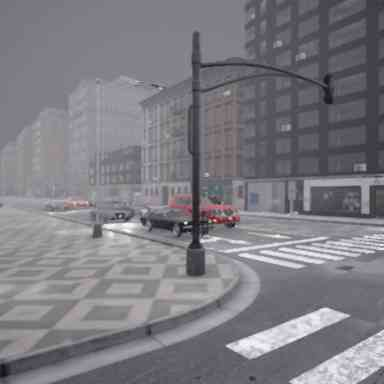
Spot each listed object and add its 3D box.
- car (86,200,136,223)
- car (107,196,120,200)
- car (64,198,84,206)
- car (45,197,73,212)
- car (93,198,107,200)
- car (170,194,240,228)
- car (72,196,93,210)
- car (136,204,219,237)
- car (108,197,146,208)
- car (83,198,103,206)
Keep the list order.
[{"bbox_3d":[-6.206,1.524,25.163,1.994,1.385,4.181,0,0,-35],"label":"car"},{"bbox_3d":[-12.056,1.387,50.348,2.097,1.767,4.553,0,0,-35],"label":"car"},{"bbox_3d":[-19.853,1.646,55.687,1.895,1.301,4.718,0,0,-35],"label":"car"},{"bbox_3d":[-15.702,1.522,38.522,1.812,1.442,4.674,0,0,-35],"label":"car"},{"bbox_3d":[-14.471,1.627,48.185,1.895,1.301,4.718,0,0,-35],"label":"car"},{"bbox_3d":[0.586,1.172,21.219,2.150,2.045,5.566,0,0,-35],"label":"car"},{"bbox_3d":[-14.947,1.362,43.094,2.097,1.767,4.553,0,0,-35],"label":"car"},{"bbox_3d":[-0.916,1.539,17.707,1.895,1.301,4.718,0,0,-35],"label":"car"},{"bbox_3d":[-5.296,1.464,29.478,2.128,1.511,4.902,0,0,-35],"label":"car"},{"bbox_3d":[-17.206,1.653,57.573,1.895,1.301,4.718,0,0,-35],"label":"car"}]
